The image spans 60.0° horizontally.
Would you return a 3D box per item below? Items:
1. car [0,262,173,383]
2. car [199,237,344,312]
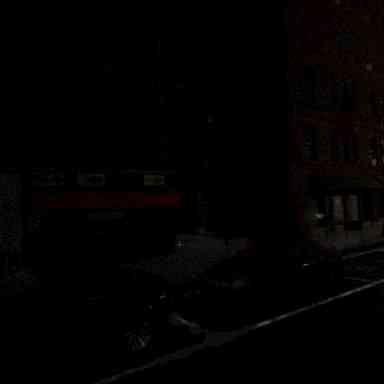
[{"bbox_3d":[-2.316,1.839,4.932,4.313,1.339,1.947,-1,-3,-36],"label":"car"},{"bbox_3d":[2.113,1.801,8.196,4.206,1.307,1.802,-1,-3,-36],"label":"car"}]
